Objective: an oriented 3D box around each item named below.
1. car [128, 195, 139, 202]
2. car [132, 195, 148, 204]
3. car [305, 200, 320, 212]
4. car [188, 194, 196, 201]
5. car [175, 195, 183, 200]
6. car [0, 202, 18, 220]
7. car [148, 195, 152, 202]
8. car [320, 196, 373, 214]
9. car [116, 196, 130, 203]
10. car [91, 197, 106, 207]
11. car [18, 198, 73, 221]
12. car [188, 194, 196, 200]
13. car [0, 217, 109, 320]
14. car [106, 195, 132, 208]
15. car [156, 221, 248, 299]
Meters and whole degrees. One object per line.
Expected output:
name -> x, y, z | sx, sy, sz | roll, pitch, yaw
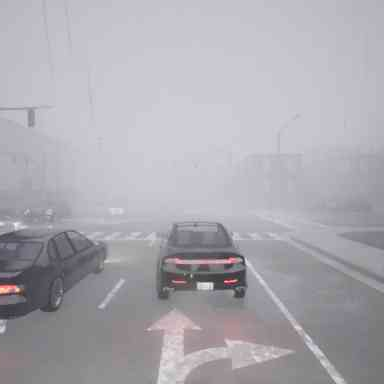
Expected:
car -> -14.028, 1.518, 79.823 | 1.812, 1.442, 4.674 | 0, 0, 0
car -> -10.545, 1.473, 66.358 | 1.882, 1.535, 5.008 | 0, 0, 0
car -> 15.698, 1.489, 38.710 | 4.902, 1.511, 2.128 | 0, 0, 0
car -> -0.029, 1.496, 82.458 | 1.837, 1.490, 4.892 | 0, 0, 0
car -> -3.533, 1.519, 92.864 | 1.812, 1.442, 4.674 | 0, 0, 0
car -> -14.111, 1.546, 28.080 | 2.033, 1.411, 5.357 | 0, 0, 0
car -> -10.528, 1.474, 77.700 | 1.882, 1.535, 5.008 | 0, 0, 0
car -> 16.528, 1.350, 35.209 | 4.553, 1.767, 2.097 | 0, 0, 0
car -> -14.024, 1.561, 68.151 | 1.994, 1.385, 4.181 | 0, 0, 0
car -> -14.112, 1.545, 52.112 | 2.033, 1.411, 5.357 | 0, 0, 0
car -> -10.610, 1.351, 24.820 | 2.097, 1.767, 4.553 | 0, 0, 0
car -> -0.033, 1.350, 92.849 | 2.097, 1.767, 4.553 | 0, 0, 0
car -> -3.434, 1.547, 7.639 | 2.033, 1.411, 5.357 | 0, 0, 0
car -> -10.472, 1.489, 48.245 | 2.128, 1.511, 4.902 | 0, 0, -2
car -> 0.112, 1.491, 8.445 | 2.128, 1.511, 4.902 | 0, 0, -3
